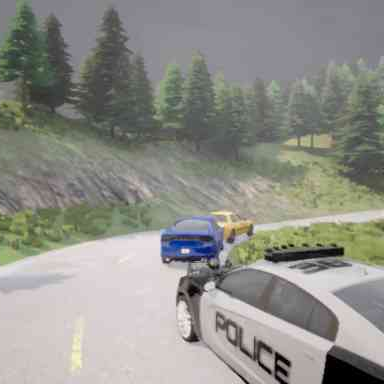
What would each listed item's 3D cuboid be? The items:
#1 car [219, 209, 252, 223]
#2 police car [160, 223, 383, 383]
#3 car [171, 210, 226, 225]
[{"bbox_3d":[1.771,1.691,17.499,1.801,1.575,5.366,-1,-1,27],"label":"car"},{"bbox_3d":[1.307,1.478,4.173,1.930,1.638,5.238,0,-1,-24],"label":"police car"},{"bbox_3d":[0.141,1.653,12.456,1.882,1.535,5.008,0,-1,8],"label":"car"}]
